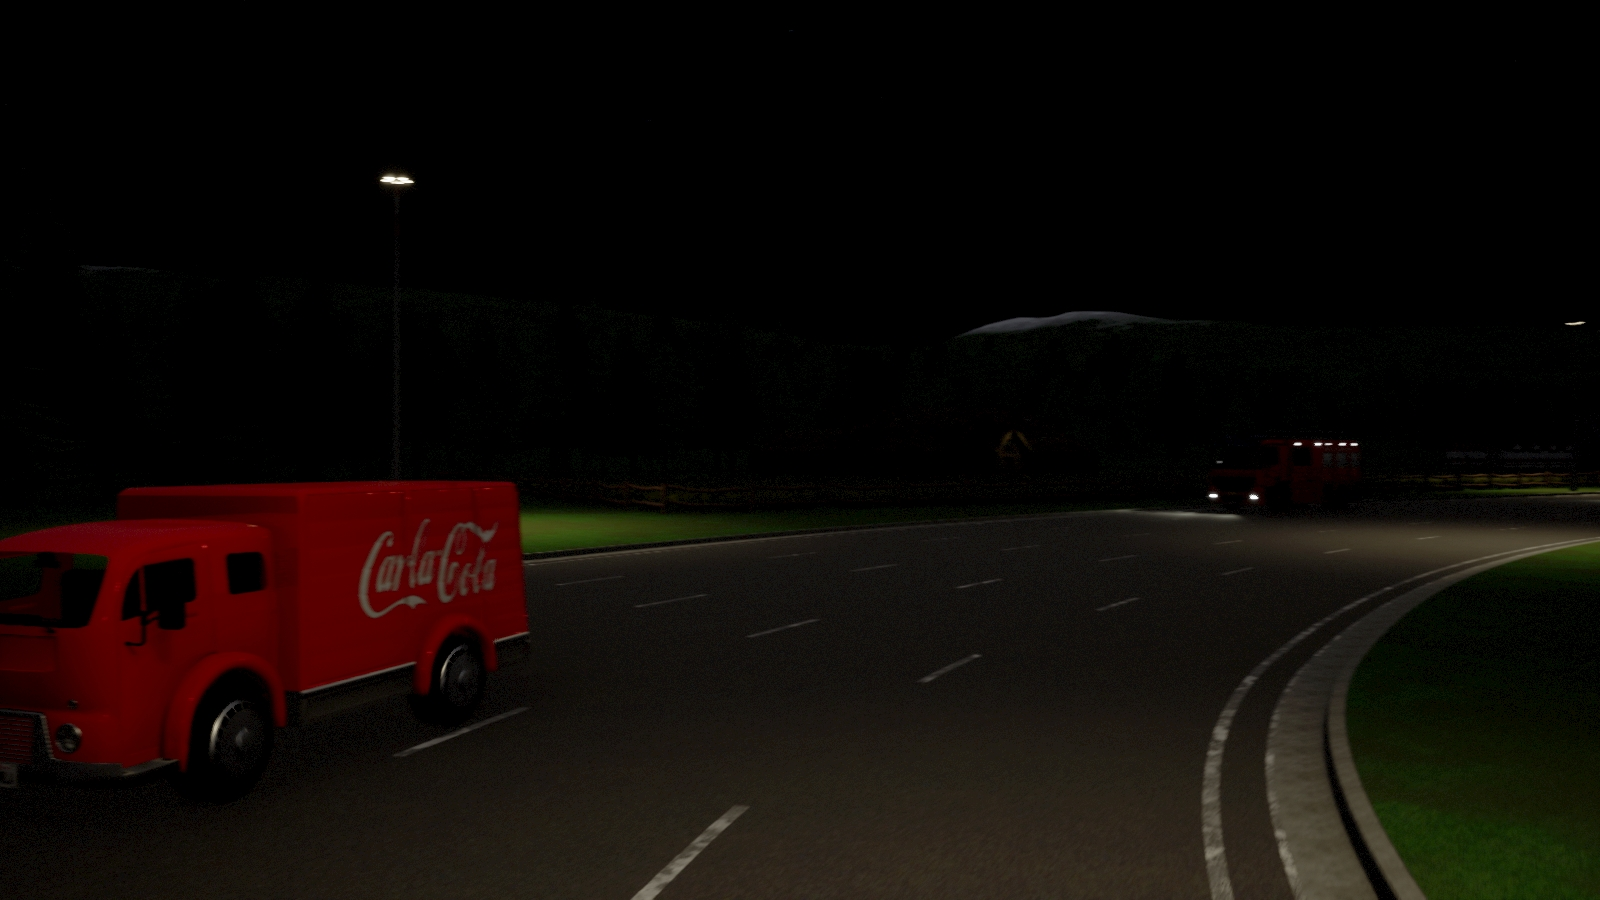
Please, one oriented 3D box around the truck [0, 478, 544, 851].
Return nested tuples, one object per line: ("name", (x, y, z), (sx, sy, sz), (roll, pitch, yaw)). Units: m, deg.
("truck", (-4.974, 1.554, 10.804), (2.627, 2.467, 5.204), (0, 0, 19))
